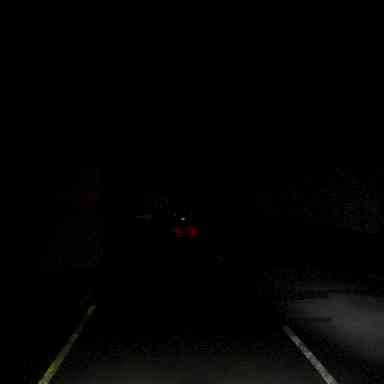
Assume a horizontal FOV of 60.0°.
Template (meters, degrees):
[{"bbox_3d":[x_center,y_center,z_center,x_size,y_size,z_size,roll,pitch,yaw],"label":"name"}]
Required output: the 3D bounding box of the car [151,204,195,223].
[{"bbox_3d":[-1.595,1.590,25.248,1.895,1.301,4.718,0,0,-25],"label":"car"}]
